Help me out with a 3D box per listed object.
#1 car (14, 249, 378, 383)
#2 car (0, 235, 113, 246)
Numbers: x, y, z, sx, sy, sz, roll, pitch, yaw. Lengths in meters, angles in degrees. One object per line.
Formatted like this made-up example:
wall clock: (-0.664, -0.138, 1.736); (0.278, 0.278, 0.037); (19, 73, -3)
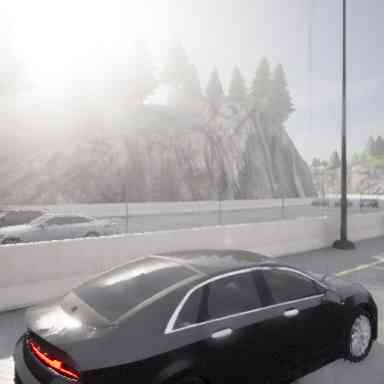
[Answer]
car: (0.508, 1.509, 4.242); (4.892, 1.490, 1.837); (1, 0, -36)
car: (-5.473, 1.532, 13.119); (4.674, 1.442, 1.812); (0, 0, -37)
